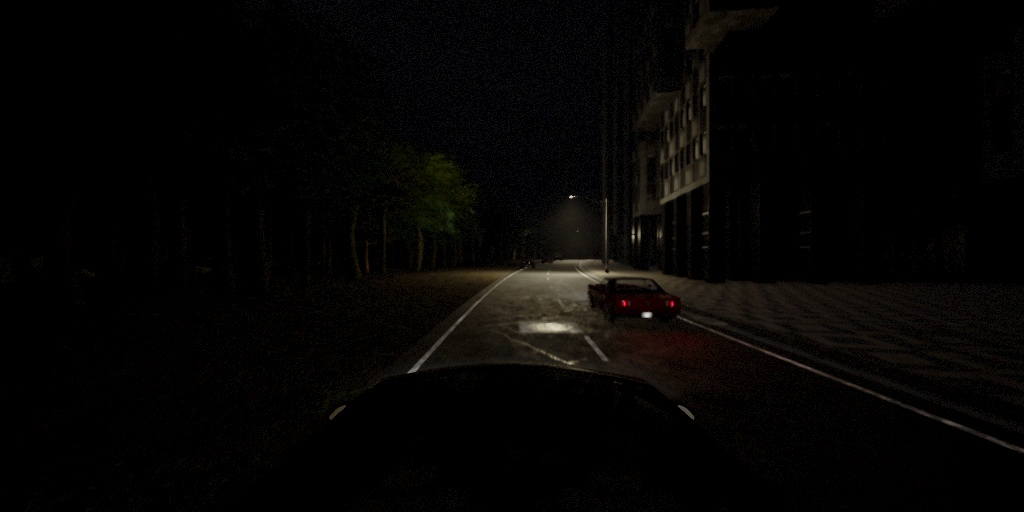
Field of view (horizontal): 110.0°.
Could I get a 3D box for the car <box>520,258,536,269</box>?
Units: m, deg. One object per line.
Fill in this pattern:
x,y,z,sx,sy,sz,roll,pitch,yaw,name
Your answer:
2.266,0.995,49.458,1.837,1.490,4.892,0,1,8,car

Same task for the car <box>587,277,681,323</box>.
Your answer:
3.821,1.341,12.159,1.895,1.301,4.718,0,0,2,car
